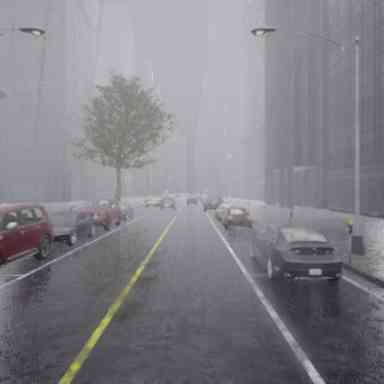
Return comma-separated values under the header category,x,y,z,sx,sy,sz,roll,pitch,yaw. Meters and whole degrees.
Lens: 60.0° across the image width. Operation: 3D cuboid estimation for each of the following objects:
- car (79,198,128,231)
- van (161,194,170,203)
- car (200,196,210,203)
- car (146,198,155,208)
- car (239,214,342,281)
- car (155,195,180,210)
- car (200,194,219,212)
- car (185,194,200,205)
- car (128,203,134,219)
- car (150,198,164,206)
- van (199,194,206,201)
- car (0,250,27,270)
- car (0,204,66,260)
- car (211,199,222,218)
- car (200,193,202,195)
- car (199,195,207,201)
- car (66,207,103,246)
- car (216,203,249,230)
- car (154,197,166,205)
category,x,y,z,sx,sy,sz,roll,pitch,yaw
car,-5.763,1.319,20.962,2.192,1.841,5.009,0,0,0
van,-5.763,1.376,72.058,1.690,1.788,3.998,0,0,0
car,2.762,1.586,72.067,2.008,1.369,4.403,0,0,0
car,-5.763,1.543,49.178,1.752,1.417,4.829,0,0,0
car,2.762,1.552,9.614,2.008,1.369,4.403,0,0,0
car,-3.088,1.506,43.002,2.128,1.511,4.902,0,0,0
car,2.388,1.364,39.027,2.097,1.767,4.553,0,0,0
car,0.004,1.530,58.614,1.837,1.490,4.892,0,0,0
car,-5.763,1.556,26.639,2.008,1.369,4.403,0,0,0
car,-5.763,1.604,55.026,1.802,1.307,4.206,0,0,0
van,2.762,1.393,89.100,1.690,1.788,3.998,0,0,0
car,-3.100,1.492,1.588,2.128,1.511,4.902,0,0,0
car,-5.763,1.316,9.607,2.192,1.841,5.009,0,0,0
car,2.762,1.531,26.816,1.752,1.417,4.829,0,0,0
car,2.762,1.467,60.711,1.967,1.590,4.097,0,0,0
car,2.762,1.591,83.423,1.887,1.381,4.507,0,0,0
car,-5.763,1.568,15.284,1.947,1.339,4.313,0,0,0
car,2.762,1.586,20.969,1.802,1.307,4.206,0,0,0
car,-5.763,1.608,60.703,1.802,1.307,4.206,0,0,0
